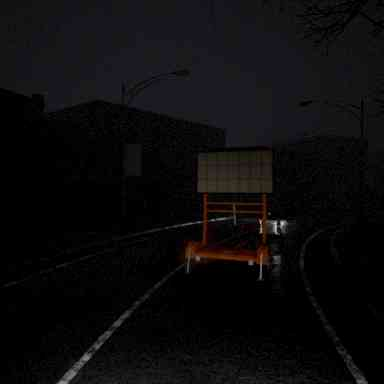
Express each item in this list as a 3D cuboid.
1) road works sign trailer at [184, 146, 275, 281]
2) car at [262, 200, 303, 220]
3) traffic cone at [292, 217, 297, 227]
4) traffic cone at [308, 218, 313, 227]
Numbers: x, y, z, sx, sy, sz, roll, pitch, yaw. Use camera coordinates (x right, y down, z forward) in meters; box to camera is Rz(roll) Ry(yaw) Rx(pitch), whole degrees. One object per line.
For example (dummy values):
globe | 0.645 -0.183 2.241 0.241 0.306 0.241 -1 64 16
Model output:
road works sign trailer | 1.319 0.460 10.119 2.380 3.560 2.880 0 0 21
car | 7.745 1.494 28.212 1.837 1.490 4.892 0 0 43
traffic cone | 6.748 1.967 21.914 0.340 0.580 0.340 1 0 23
traffic cone | 7.669 1.979 21.525 0.340 0.580 0.340 1 0 23
